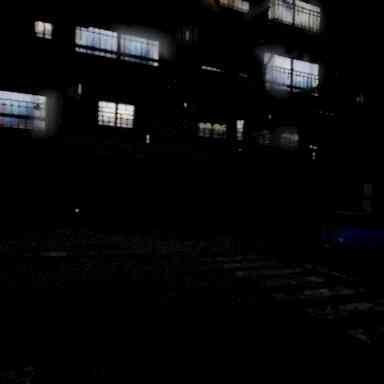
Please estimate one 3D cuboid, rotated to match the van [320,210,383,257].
[{"bbox_3d":[7.370,1.691,14.067,3.998,1.788,1.690,2,-1,-22],"label":"van"}]
